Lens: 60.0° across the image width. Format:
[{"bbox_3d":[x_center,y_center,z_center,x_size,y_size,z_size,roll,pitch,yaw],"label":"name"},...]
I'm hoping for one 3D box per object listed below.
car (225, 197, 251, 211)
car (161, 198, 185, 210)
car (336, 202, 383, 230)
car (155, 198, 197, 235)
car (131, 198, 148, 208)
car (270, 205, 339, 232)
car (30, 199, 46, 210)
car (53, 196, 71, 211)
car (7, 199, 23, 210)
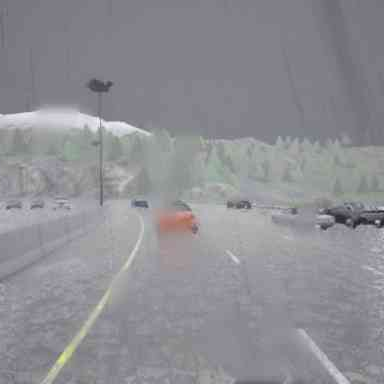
[{"bbox_3d":[5.657,1.448,40.968,1.837,1.490,4.892,1,0,-15],"label":"car"},{"bbox_3d":[-2.587,1.563,44.618,2.128,1.511,4.902,-1,0,-17],"label":"car"},{"bbox_3d":[9.495,1.361,19.989,2.128,1.511,4.902,-1,0,-7],"label":"car"},{"bbox_3d":[-1.041,1.381,19.533,2.097,1.767,4.553,-1,0,-7],"label":"car"},{"bbox_3d":[-7.996,1.635,50.239,1.882,1.535,5.008,0,0,-20],"label":"car"},{"bbox_3d":[6.262,1.519,19.551,1.895,1.301,4.718,-1,0,-8],"label":"car"},{"bbox_3d":[-23.564,1.898,51.097,1.837,1.490,4.892,-1,0,-20],"label":"car"},{"bbox_3d":[-18.642,1.543,47.837,2.150,2.045,5.566,-1,0,-19],"label":"car"},{"bbox_3d":[-27.675,1.955,51.989,1.837,1.490,4.892,-1,0,-21],"label":"car"}]
